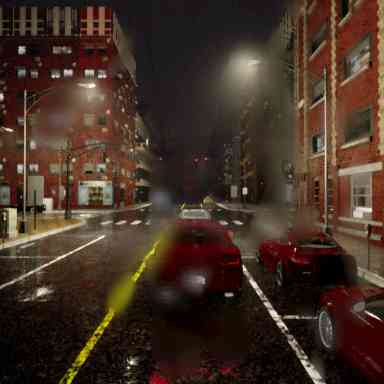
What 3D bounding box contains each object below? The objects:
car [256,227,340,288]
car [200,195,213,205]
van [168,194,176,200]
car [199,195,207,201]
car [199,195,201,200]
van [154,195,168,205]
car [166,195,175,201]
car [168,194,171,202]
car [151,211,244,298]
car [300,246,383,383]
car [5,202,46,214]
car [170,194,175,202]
[{"bbox_3d":[2.852,1.584,8.906,1.802,1.307,4.206,1,0,0],"label":"car"},{"bbox_3d":[2.799,1.538,58.329,1.752,1.417,4.829,1,0,0],"label":"car"},{"bbox_3d":[-5.521,1.366,92.126,1.690,1.788,3.998,1,0,0],"label":"van"},{"bbox_3d":[2.846,1.588,86.421,1.947,1.339,4.313,1,0,0],"label":"car"},{"bbox_3d":[2.837,1.564,80.769,1.887,1.381,4.507,1,0,0],"label":"car"},{"bbox_3d":[-5.578,1.353,58.213,1.690,1.788,3.998,1,0,0],"label":"van"},{"bbox_3d":[-5.533,1.573,86.474,2.008,1.369,4.403,1,0,0],"label":"car"},{"bbox_3d":[-5.572,1.596,63.865,1.802,1.307,4.206,1,0,0],"label":"car"},{"bbox_3d":[0.112,1.479,8.588,1.882,1.535,5.008,0,0,0],"label":"car"},{"bbox_3d":[2.673,1.583,3.250,1.802,1.307,4.206,1,0,0],"label":"car"},{"bbox_3d":[-18.648,1.726,37.324,4.313,1.339,1.947,0,-1,0],"label":"car"},{"bbox_3d":[-5.553,1.600,75.169,1.802,1.307,4.206,1,0,0],"label":"car"}]
